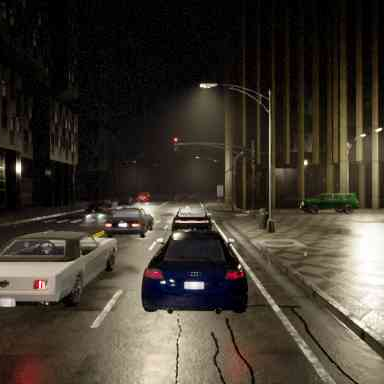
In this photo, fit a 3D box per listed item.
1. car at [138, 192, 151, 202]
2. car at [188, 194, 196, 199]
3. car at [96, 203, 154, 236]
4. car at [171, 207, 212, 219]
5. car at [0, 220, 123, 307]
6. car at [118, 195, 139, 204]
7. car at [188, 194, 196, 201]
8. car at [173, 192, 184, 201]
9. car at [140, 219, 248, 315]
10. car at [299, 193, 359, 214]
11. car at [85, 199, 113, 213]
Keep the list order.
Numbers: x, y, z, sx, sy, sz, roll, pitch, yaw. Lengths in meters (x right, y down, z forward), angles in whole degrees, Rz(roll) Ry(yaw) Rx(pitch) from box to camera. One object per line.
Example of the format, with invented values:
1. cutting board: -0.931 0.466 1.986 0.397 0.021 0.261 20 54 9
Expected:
1. car: -9.779 1.059 68.267 2.150 2.045 5.566 0 0 0
2. car: -0.030 1.199 85.485 1.895 1.301 4.718 0 0 0
3. car: -3.158 1.533 17.493 2.033 1.411 5.357 0 0 0
4. car: -0.007 1.478 16.556 2.128 1.511 4.902 0 0 0
5. car: -3.150 1.597 7.902 1.895 1.301 4.718 0 0 0
6. car: -9.866 1.450 50.352 2.033 1.411 5.357 0 0 0
7. car: -0.027 1.342 75.033 2.033 1.411 5.357 0 0 0
8. car: -3.277 1.302 75.033 1.837 1.490 4.892 0 0 0
9. car: 0.083 1.561 7.682 1.994 1.385 4.181 0 0 1
10. car: 13.556 1.113 33.029 5.566 2.045 2.150 0 0 2
11. car: -9.865 1.495 35.940 2.033 1.411 5.357 0 0 0
